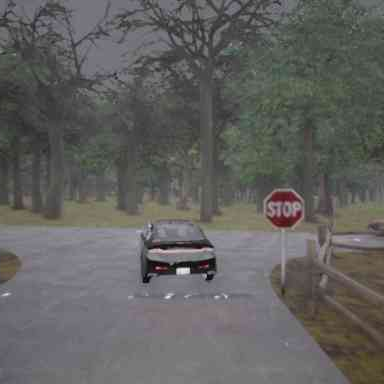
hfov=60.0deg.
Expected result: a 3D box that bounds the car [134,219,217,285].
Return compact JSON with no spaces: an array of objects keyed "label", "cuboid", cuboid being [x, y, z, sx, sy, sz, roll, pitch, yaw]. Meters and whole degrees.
[{"label":"car","cuboid":[-0.620,1.544,9.757,2.128,1.511,4.902,0,0,-10]}]

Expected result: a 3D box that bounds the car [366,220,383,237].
[{"label":"car","cuboid":[12.634,1.907,18.950,5.008,1.535,1.882,1,0,-1]}]
